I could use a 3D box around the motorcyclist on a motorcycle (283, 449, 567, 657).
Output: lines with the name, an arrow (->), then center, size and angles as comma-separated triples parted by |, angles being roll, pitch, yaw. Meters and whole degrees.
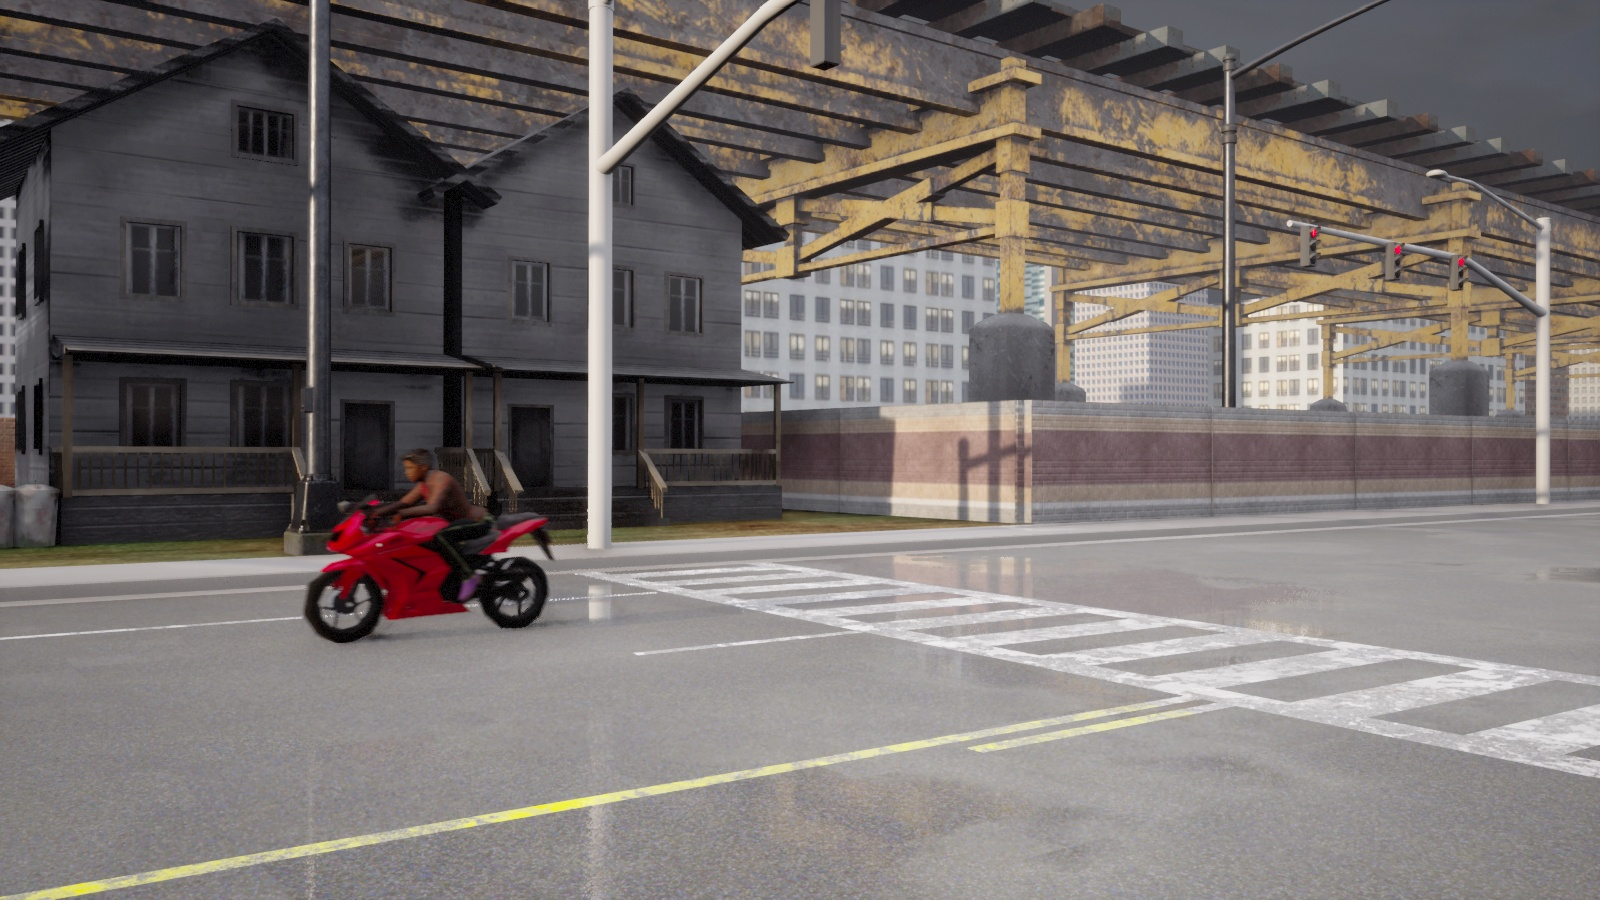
motorcyclist on a motorcycle -> -2.993, 0.758, 10.117 | 2.044, 1.523, 0.797 | 0, 0, -35
